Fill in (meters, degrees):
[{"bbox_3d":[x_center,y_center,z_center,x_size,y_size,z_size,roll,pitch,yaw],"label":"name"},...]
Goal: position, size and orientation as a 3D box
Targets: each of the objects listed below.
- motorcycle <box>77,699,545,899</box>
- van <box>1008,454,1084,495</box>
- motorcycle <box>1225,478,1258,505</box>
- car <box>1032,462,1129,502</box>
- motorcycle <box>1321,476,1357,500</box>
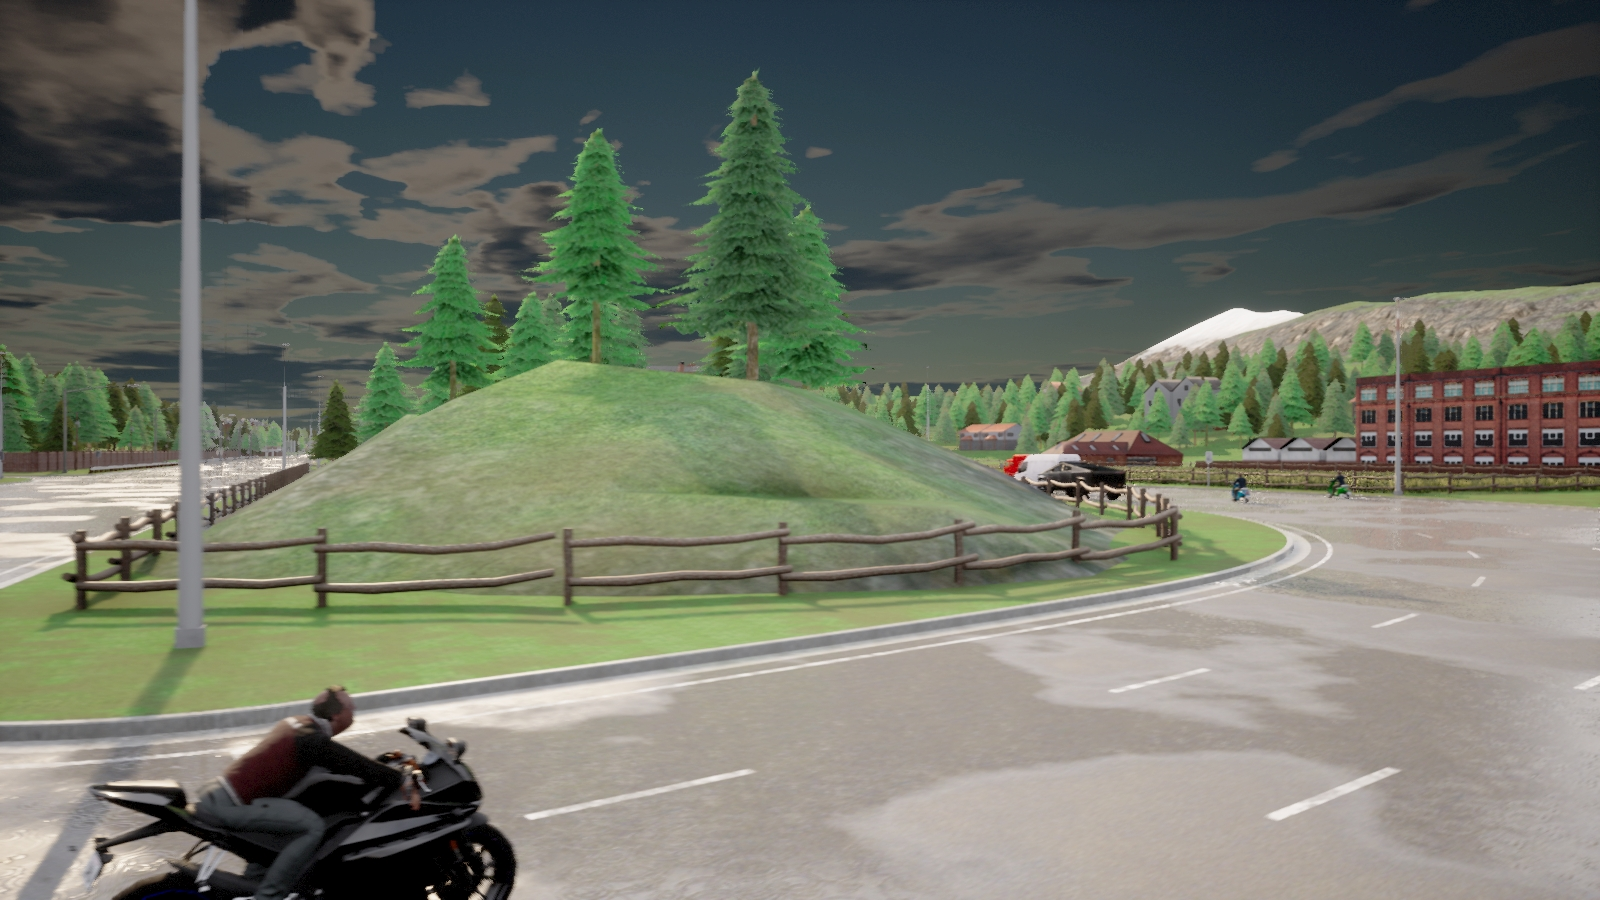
[{"bbox_3d":[-2.614,2.206,6.254,2.209,1.251,0.867,0,-1,-37],"label":"motorcycle"},{"bbox_3d":[16.103,1.554,75.087,1.988,2.561,5.915,0,0,-21],"label":"van"},{"bbox_3d":[23.166,2.159,60.034,0.856,1.316,1.805,-3,0,-5],"label":"motorcycle"},{"bbox_3d":[15.847,1.771,65.055,2.390,2.098,6.274,0,0,-18],"label":"car"},{"bbox_3d":[30.782,2.161,65.258,0.856,1.316,1.805,-2,0,-17],"label":"motorcycle"}]
